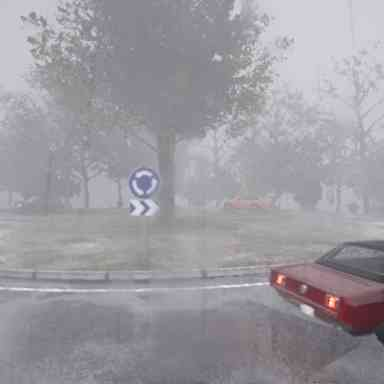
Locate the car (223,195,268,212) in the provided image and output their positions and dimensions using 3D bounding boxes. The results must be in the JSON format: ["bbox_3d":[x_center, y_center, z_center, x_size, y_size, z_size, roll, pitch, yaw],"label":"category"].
[{"bbox_3d":[5.556,1.131,34.944,4.553,1.767,2.097,0,0,33],"label":"car"}]

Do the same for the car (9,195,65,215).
[{"bbox_3d":[-14.468,1.173,31.143,2.097,1.767,4.553,1,1,43],"label":"car"}]

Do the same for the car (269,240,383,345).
[{"bbox_3d":[3.893,1.560,5.966,4.718,1.301,1.895,0,0,-20],"label":"car"}]
